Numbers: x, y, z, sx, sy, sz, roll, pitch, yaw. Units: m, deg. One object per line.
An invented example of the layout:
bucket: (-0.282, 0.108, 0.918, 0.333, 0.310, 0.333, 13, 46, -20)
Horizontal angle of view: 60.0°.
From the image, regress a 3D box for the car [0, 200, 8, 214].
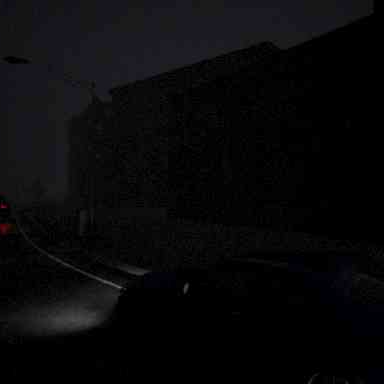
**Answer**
car: (-23.399, 1.776, 40.344, 1.812, 1.442, 4.674, 0, -1, -28)

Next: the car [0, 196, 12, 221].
car: (-17.057, 1.393, 28.862, 2.150, 2.045, 5.566, 0, -1, -28)

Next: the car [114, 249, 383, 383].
car: (0.891, 1.540, 4.555, 4.674, 1.442, 1.812, 0, 0, 40)
